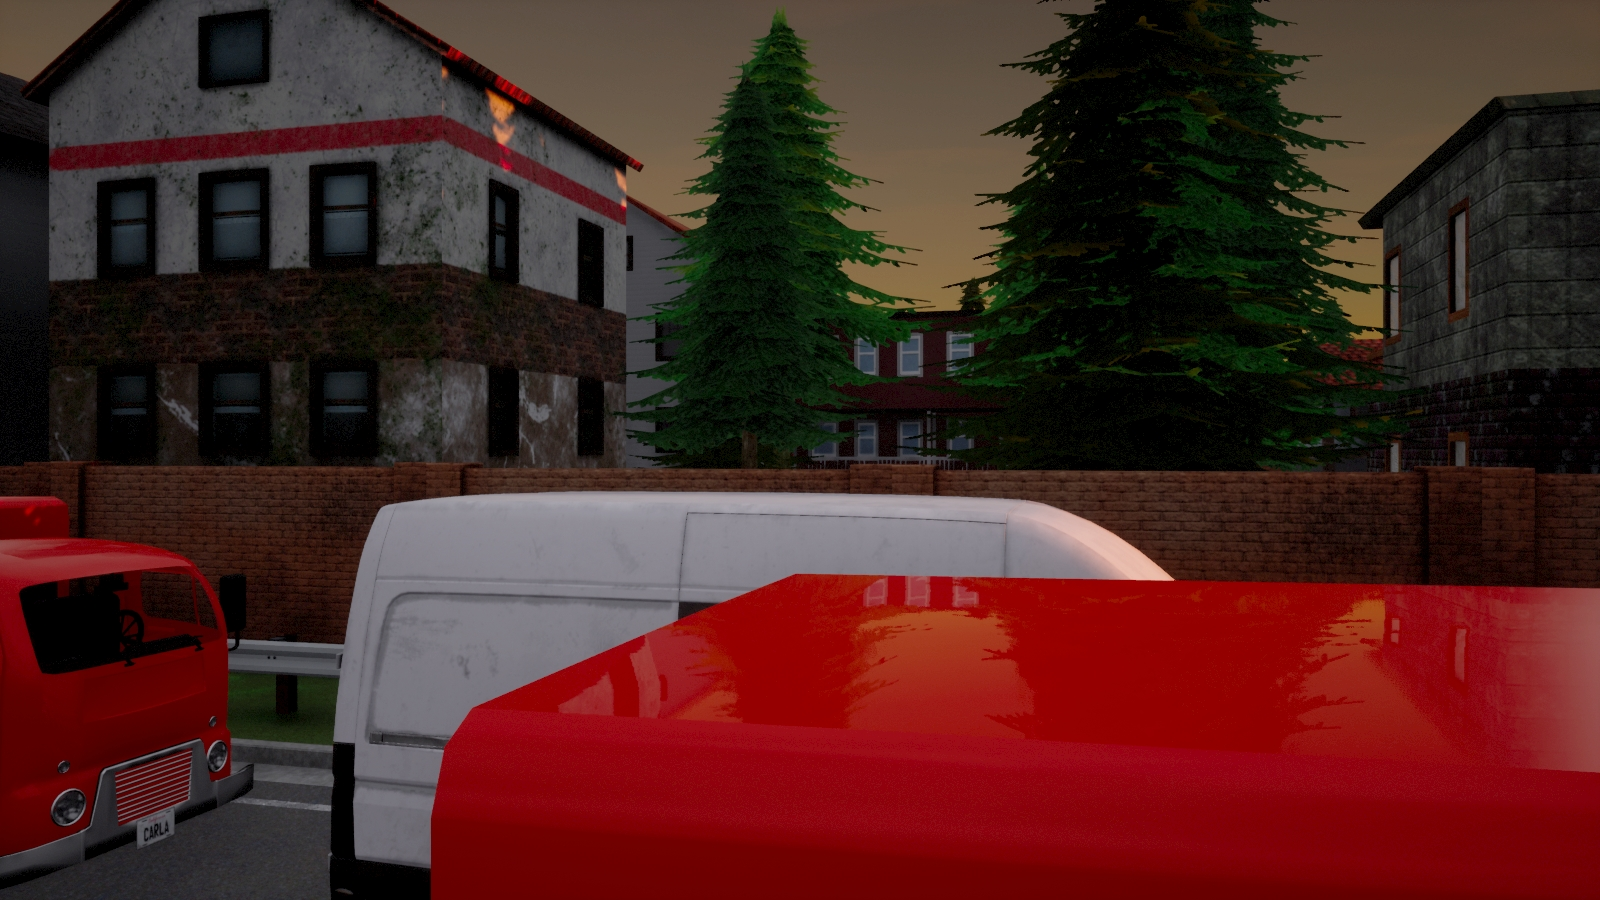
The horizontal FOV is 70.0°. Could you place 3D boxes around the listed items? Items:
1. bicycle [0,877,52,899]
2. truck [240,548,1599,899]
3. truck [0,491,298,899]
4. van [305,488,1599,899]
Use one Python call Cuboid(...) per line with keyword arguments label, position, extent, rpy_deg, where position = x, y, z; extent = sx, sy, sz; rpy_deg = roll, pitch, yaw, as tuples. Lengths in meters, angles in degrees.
Cuboid(label="bicycle", position=(-3.101, 2.056, 3.494), extent=(1.643, 1.496, 0.373), rpy_deg=(0, 0, 16))
Cuboid(label="truck", position=(2.192, 1.568, 1.959), extent=(5.204, 2.467, 2.627), rpy_deg=(0, 0, 15))
Cuboid(label="truck", position=(-6.587, 1.568, 7.895), extent=(5.204, 2.467, 2.627), rpy_deg=(0, 0, 15))
Cuboid(label="van", position=(0.608, 1.535, 6.000), extent=(5.915, 2.561, 1.988), rpy_deg=(0, 0, 15))
